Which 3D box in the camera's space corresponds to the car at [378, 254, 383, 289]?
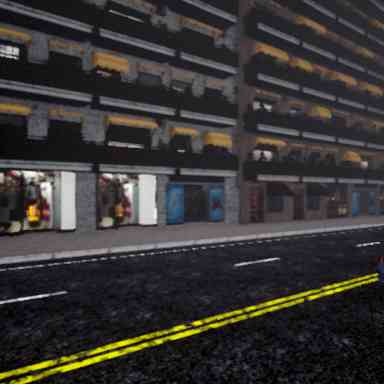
[{"bbox_3d":[6.184,1.627,7.867,4.674,1.442,1.812,1,0,-35],"label":"car"}]
